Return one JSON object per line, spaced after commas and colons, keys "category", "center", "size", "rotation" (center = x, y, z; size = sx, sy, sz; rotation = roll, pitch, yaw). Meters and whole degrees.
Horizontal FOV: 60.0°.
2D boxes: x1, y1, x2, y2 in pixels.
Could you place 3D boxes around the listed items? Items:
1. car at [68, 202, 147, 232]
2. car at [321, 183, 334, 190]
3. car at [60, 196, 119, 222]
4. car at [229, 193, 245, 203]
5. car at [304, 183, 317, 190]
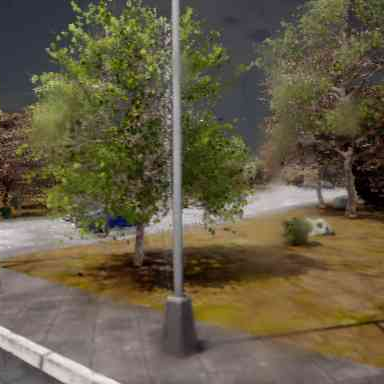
{"category": "car", "center": [-5.062, 1.649, 21.586], "size": [1.882, 1.535, 5.008], "rotation": [-1, 0, 38]}
{"category": "car", "center": [34.047, -1.370, 83.203], "size": [2.033, 1.411, 5.357], "rotation": [-1, 2, 8]}
{"category": "car", "center": [-8.600, 1.422, 28.575], "size": [2.150, 2.045, 5.566], "rotation": [-1, 1, 38]}
{"category": "car", "center": [5.602, 0.702, 46.576], "size": [2.097, 1.767, 4.553], "rotation": [-1, 2, 39]}
{"category": "car", "center": [30.833, -1.565, 85.075], "size": [2.097, 1.767, 4.553], "rotation": [-1, 2, 8]}
